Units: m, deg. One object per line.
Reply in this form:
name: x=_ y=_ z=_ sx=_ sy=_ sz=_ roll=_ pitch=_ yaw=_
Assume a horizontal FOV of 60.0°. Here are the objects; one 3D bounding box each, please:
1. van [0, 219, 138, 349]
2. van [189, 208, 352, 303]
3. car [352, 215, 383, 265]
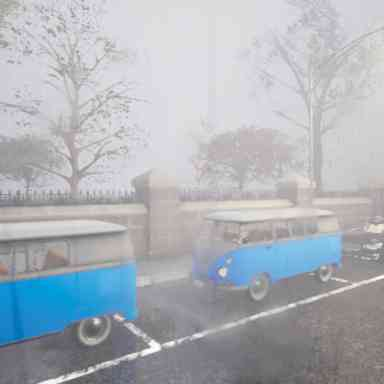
van: x=-2.736 y=1.339 z=4.606 sx=3.998 sy=1.788 sz=1.690 roll=0 pitch=0 yaw=-36
van: x=1.845 y=1.310 z=7.878 sx=3.998 sy=1.788 sz=1.690 roll=0 pitch=0 yaw=-36
car: x=6.427 y=1.493 z=11.151 sx=4.403 sy=1.369 sz=2.008 roll=0 pitch=0 yaw=-36
